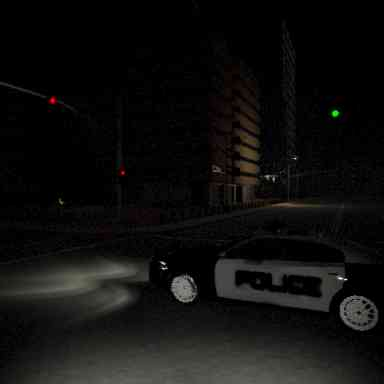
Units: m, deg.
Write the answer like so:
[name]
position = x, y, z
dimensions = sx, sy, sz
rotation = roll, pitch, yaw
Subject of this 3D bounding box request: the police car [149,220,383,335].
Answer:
[police car]
position = 1.603, 1.425, 6.702
dimensions = 5.238, 1.638, 1.930
rotation = 0, 0, 25
